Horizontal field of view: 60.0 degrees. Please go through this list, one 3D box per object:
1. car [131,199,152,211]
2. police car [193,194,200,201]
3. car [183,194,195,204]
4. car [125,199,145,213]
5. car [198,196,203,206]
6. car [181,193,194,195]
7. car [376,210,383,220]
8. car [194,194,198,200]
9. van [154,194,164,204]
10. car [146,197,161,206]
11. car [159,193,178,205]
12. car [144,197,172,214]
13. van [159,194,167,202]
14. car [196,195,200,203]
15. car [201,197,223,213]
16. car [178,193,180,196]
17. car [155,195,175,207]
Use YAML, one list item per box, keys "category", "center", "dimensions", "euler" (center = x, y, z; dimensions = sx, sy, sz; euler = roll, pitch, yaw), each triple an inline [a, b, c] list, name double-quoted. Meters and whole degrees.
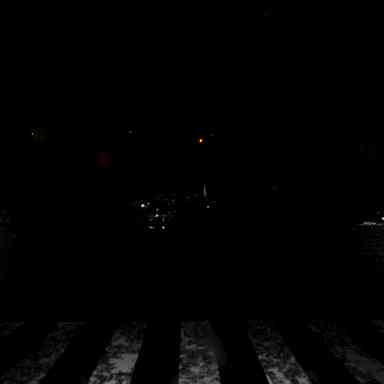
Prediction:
- category: "car"
  center: [-6.220, 1.551, 41.254]
  dimensions: [2.008, 1.369, 4.403]
  euler: [0, 0, -1]
- category: "police car"
  center: [1.203, 1.450, 90.558]
  dimensions: [1.930, 1.638, 5.238]
  euler: [0, 0, -1]
- category: "car"
  center: [-0.706, 1.610, 65.643]
  dimensions: [1.895, 1.301, 4.718]
  euler: [0, 0, -1]
- category: "car"
  center: [-6.148, 1.551, 36.262]
  dimensions: [2.008, 1.369, 4.403]
  euler: [0, 0, -1]
- category: "car"
  center: [2.220, 1.547, 47.269]
  dimensions: [1.887, 1.381, 4.507]
  euler: [0, 0, -1]
- category: "car"
  center: [-0.943, 1.539, 75.571]
  dimensions: [2.128, 1.511, 4.902]
  euler: [0, 0, -1]
- category: "car"
  center: [14.710, 1.246, 21.033]
  dimensions: [5.357, 1.411, 2.033]
  euler: [-1, 0, -1]
- category: "car"
  center: [2.000, 1.558, 62.584]
  dimensions: [2.008, 1.369, 4.403]
  euler: [0, 0, -1]
- category: "van"
  center: [-6.585, 1.351, 66.649]
  dimensions: [1.690, 1.788, 3.998]
  euler: [0, 0, -1]
- category: "car"
  center: [-6.429, 1.571, 55.824]
  dimensions: [1.947, 1.339, 4.313]
  euler: [0, 0, -1]
- category: "car"
  center: [-3.709, 1.356, 52.629]
  dimensions: [2.097, 1.767, 4.553]
  euler: [0, 0, -1]
- category: "car"
  center: [-3.466, 1.564, 34.666]
  dimensions: [1.994, 1.385, 4.181]
  euler: [0, 0, -2]
- category: "van"
  center: [-6.741, 1.357, 77.475]
  dimensions: [1.690, 1.788, 3.998]
  euler: [0, 0, -1]
- category: "car"
  center: [2.142, 1.554, 52.712]
  dimensions: [2.008, 1.369, 4.403]
  euler: [0, 0, -1]
- category: "car"
  center: [2.376, 1.551, 36.381]
  dimensions: [2.008, 1.369, 4.403]
  euler: [0, 0, -1]
- category: "car"
  center: [-3.820, 1.499, 62.408]
  dimensions: [2.128, 1.511, 4.902]
  euler: [0, 0, 0]
- category: "car"
  center: [-3.583, 1.479, 43.479]
  dimensions: [1.882, 1.535, 5.008]
  euler: [0, 0, -1]
